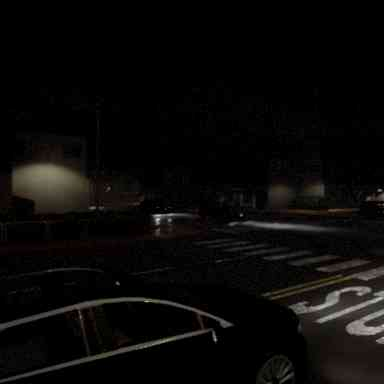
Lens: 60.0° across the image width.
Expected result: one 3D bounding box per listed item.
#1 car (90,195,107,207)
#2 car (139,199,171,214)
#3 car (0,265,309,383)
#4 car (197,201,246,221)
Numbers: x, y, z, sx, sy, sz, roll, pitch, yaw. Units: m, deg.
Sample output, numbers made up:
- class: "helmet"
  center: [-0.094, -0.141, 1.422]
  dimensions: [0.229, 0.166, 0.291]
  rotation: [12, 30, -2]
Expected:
- class: "car"
  center: [-16.100, 1.617, 53.687]
  dimensions: [2.033, 1.411, 5.357]
  rotation: [0, 0, -35]
- class: "car"
  center: [-4.201, 1.573, 37.178]
  dimensions: [1.837, 1.490, 4.892]
  rotation: [0, 0, -36]
- class: "car"
  center: [-0.911, 1.496, 3.131]
  dimensions: [4.902, 1.511, 2.128]
  rotation: [0, 0, -35]
- class: "car"
  center: [2.431, 1.561, 28.058]
  dimensions: [2.128, 1.511, 4.902]
  rotation: [0, 0, -36]
